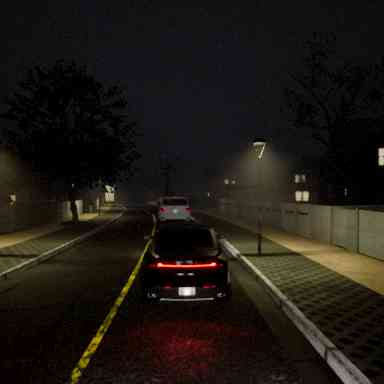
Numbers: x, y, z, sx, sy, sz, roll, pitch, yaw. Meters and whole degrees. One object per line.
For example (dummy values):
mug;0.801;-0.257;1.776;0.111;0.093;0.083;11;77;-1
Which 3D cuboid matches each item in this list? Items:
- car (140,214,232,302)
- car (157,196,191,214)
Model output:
car;-0.181;1.518;8.309;1.837;1.490;4.892;0;0;-2
car;-1.312;1.333;24.231;2.150;2.045;5.566;0;-1;-5
